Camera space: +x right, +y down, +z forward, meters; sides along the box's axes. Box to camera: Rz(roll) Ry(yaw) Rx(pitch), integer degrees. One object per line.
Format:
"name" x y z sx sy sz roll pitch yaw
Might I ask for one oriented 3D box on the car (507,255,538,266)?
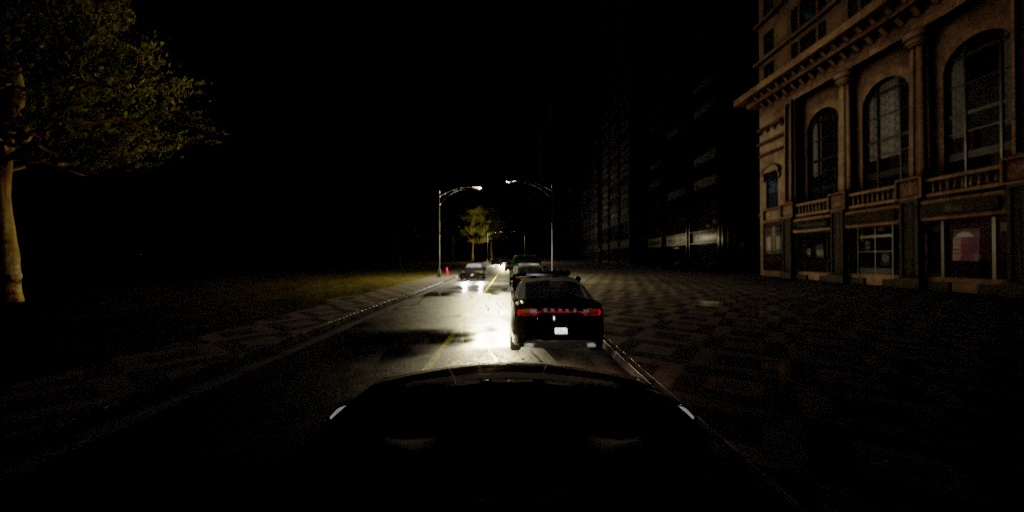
"car" 0.897 0.943 25.076 2.150 2.045 5.566 0 0 0

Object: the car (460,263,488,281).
"car" -3.100 1.274 29.777 1.994 1.385 4.181 0 0 0

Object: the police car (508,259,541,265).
"police car" 0.900 1.155 19.156 1.930 1.638 5.238 0 0 0

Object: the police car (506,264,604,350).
"police car" 0.900 1.168 9.155 1.930 1.638 5.238 0 0 0

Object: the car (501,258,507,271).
"car" 0.022 1.214 46.606 2.033 1.411 5.357 0 0 1
